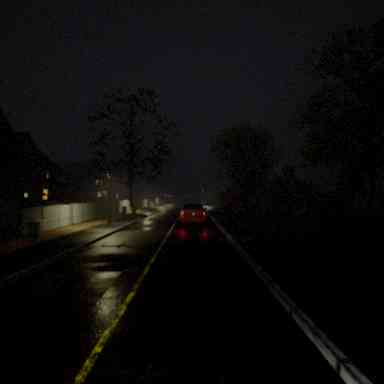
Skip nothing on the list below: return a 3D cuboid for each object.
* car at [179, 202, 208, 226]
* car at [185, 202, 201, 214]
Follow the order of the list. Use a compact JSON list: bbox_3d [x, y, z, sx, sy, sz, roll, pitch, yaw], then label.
[{"bbox_3d":[0.110,1.617,26.065,2.097,1.767,4.553,0,0,0],"label":"car"},{"bbox_3d":[0.119,2.028,42.203,1.895,1.301,4.718,0,-1,0],"label":"car"}]
